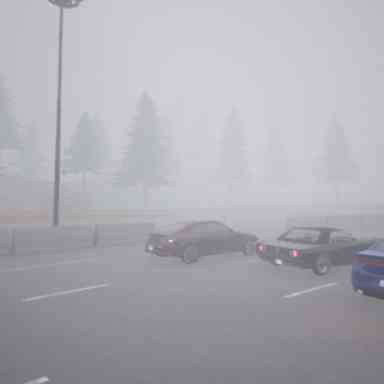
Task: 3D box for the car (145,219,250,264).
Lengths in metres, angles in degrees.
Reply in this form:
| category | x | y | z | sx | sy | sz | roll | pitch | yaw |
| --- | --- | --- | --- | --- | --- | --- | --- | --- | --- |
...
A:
| category | x | y | z | sx | sy | sz | roll | pitch | yaw |
| --- | --- | --- | --- | --- | --- | --- | --- | --- | --- |
| car | 0.497 | 1.736 | 12.588 | 4.674 | 1.442 | 1.812 | 1 | -1 | -35 |

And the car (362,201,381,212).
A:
| category | x | y | z | sx | sy | sz | roll | pitch | yaw |
| --- | --- | --- | --- | --- | --- | --- | --- | --- | --- |
| car | 27.354 | 2.080 | 49.171 | 5.008 | 1.535 | 1.882 | 0 | -1 | -24 |

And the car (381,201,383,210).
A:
| category | x | y | z | sx | sy | sz | roll | pitch | yaw |
| --- | --- | --- | --- | --- | --- | --- | --- | --- | --- |
| car | 29.027 | 2.056 | 46.092 | 4.892 | 1.490 | 1.837 | 0 | -1 | -24 |

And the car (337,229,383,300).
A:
| category | x | y | z | sx | sy | sz | roll | pitch | yaw |
| --- | --- | --- | --- | --- | --- | --- | --- | --- | --- |
| car | 5.747 | 1.629 | 7.729 | 5.008 | 1.535 | 1.882 | 1 | -1 | -34 |

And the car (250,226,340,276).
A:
| category | x | y | z | sx | sy | sz | roll | pitch | yaw |
| --- | --- | --- | --- | --- | --- | --- | --- | --- | --- |
| car | 4.423 | 1.803 | 11.061 | 4.718 | 1.301 | 1.895 | 1 | -1 | -34 |
